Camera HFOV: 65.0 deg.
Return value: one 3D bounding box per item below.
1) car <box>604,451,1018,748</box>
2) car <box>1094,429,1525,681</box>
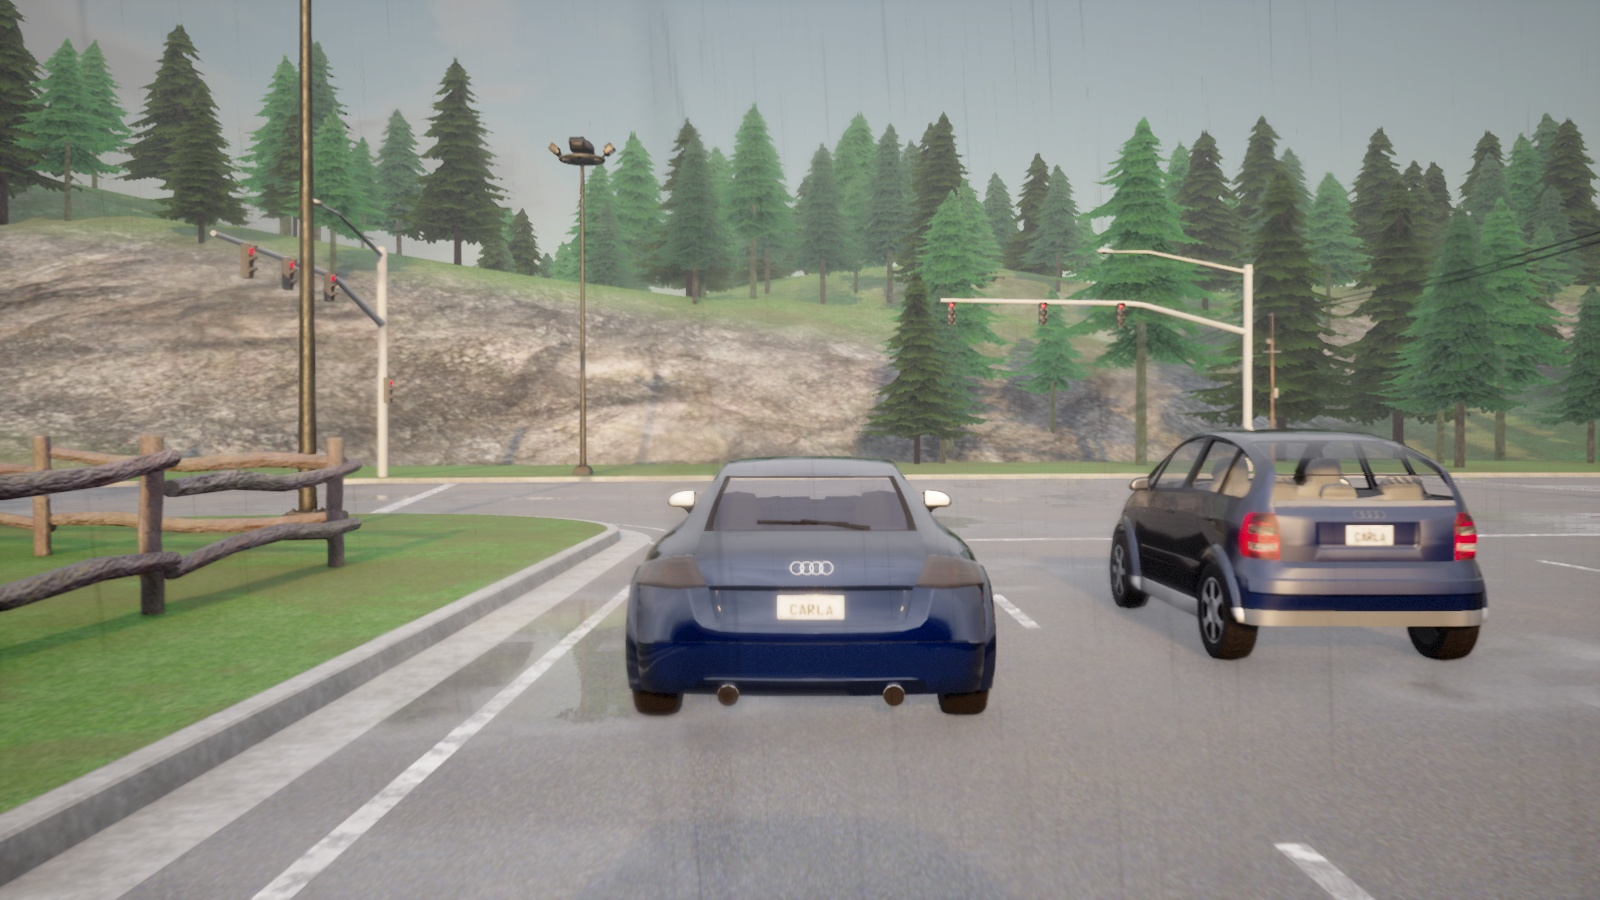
[{"bbox_3d":[0.062,0.723,8.151,1.994,1.385,4.181,0,1,0],"label":"car"},{"bbox_3d":[3.570,0.625,9.590,1.789,1.549,3.705,0,1,0],"label":"car"}]
